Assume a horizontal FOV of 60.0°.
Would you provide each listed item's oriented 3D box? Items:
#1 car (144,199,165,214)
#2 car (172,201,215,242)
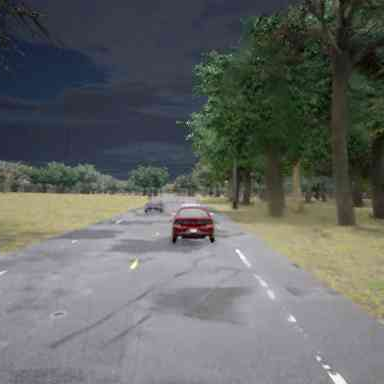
[{"bbox_3d":[-3.839,1.452,34.828,2.033,1.411,5.357,0,0,-1],"label":"car"},{"bbox_3d":[0.046,1.447,16.298,1.882,1.535,5.008,0,0,0],"label":"car"}]
